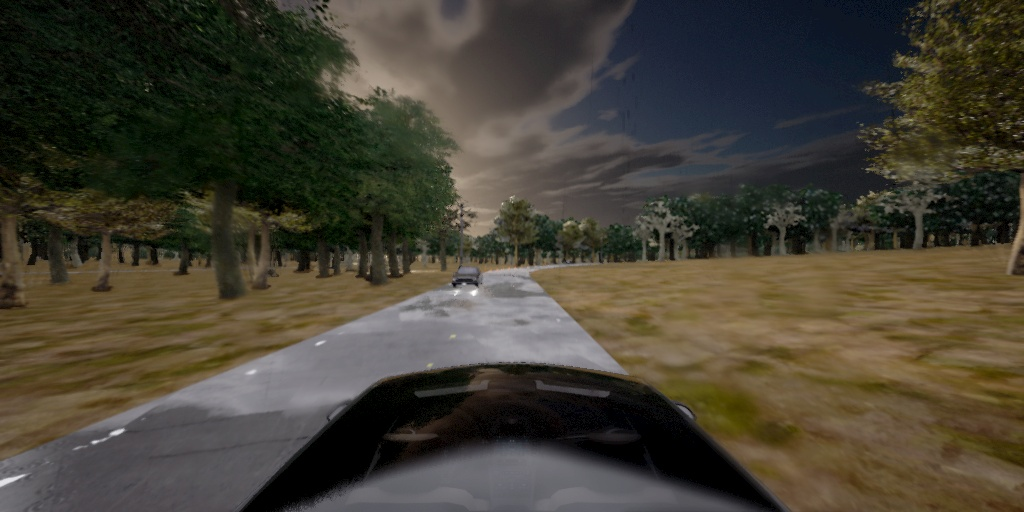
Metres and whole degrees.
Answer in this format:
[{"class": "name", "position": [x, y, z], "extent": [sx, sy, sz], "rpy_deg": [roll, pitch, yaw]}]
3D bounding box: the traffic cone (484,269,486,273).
[{"class": "traffic cone", "position": [-3.739, 2.064, 50.381], "extent": [0.340, 0.580, 0.340], "rpy_deg": [0, 0, 5]}]

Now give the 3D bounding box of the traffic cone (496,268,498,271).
[{"class": "traffic cone", "position": [-2.512, 2.162, 60.511], "extent": [0.340, 0.580, 0.340], "rpy_deg": [0, 0, 9]}]

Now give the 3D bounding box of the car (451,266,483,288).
[{"class": "car", "position": [-3.095, 1.458, 25.912], "extent": [2.033, 1.411, 5.357], "rpy_deg": [0, 0, 0]}]

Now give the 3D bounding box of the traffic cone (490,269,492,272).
[{"class": "traffic cone", "position": [-3.221, 2.112, 55.458], "extent": [0.340, 0.580, 0.340], "rpy_deg": [0, 0, 7]}]
